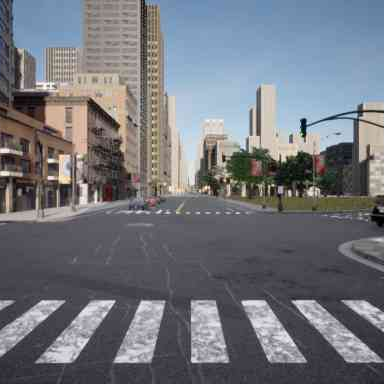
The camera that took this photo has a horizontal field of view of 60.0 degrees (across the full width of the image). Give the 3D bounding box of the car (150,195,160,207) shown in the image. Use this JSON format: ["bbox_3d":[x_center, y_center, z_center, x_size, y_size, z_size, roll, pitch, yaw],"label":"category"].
[{"bbox_3d":[-6.616,1.294,50.596,2.097,1.767,4.553,0,0,0],"label":"car"}]

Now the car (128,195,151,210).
[{"bbox_3d":[-6.637,1.483,41.544,1.812,1.442,4.674,0,0,0],"label":"car"}]

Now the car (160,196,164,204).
[{"bbox_3d":[-6.599,1.491,59.647,1.994,1.385,4.181,0,0,0],"label":"car"}]

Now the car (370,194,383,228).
[{"bbox_3d":[13.225,1.127,19.664,5.566,2.045,2.150,0,0,-20],"label":"car"}]

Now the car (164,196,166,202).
[{"bbox_3d":[-6.520,1.501,69.779,1.895,1.301,4.718,0,0,0],"label":"car"}]
